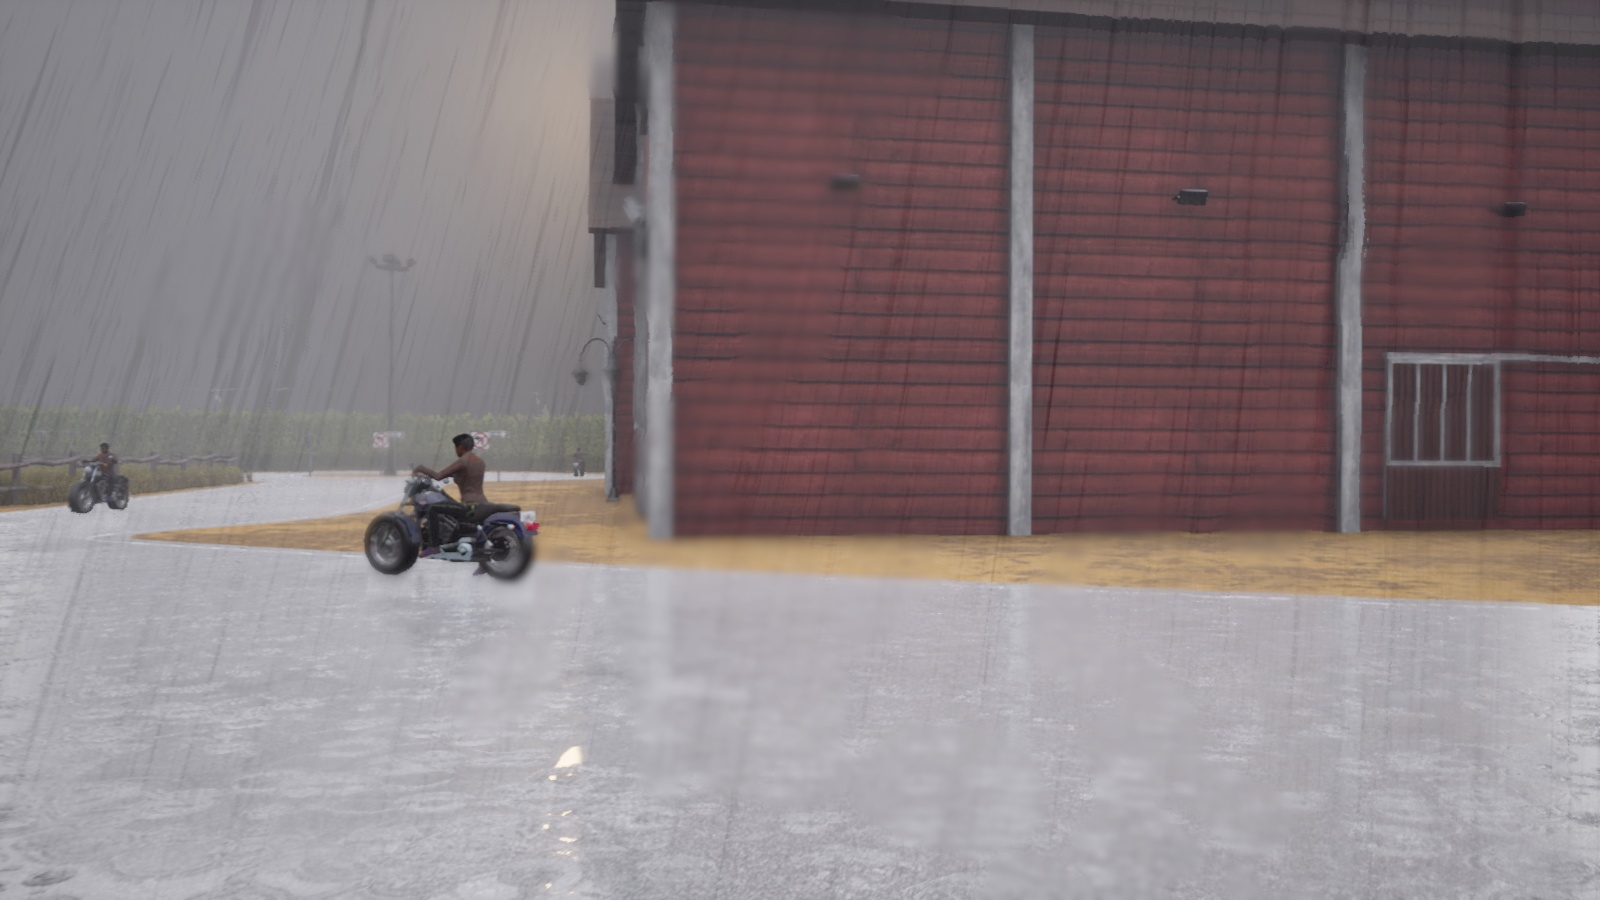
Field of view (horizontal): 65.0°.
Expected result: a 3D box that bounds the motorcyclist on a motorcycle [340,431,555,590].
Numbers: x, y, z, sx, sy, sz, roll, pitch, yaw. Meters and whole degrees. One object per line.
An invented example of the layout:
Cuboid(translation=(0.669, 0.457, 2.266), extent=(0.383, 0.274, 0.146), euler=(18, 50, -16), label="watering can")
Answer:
Cuboid(translation=(-3.897, 0.625, 13.843), extent=(2.350, 1.649, 0.766), euler=(0, 0, 25), label="motorcyclist on a motorcycle")

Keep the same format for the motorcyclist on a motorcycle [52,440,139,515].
Cuboid(translation=(-16.160, 0.613, 28.864), extent=(0.766, 1.649, 2.350), euler=(0, 0, -3), label="motorcyclist on a motorcycle")
